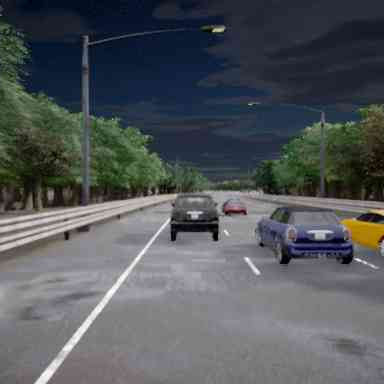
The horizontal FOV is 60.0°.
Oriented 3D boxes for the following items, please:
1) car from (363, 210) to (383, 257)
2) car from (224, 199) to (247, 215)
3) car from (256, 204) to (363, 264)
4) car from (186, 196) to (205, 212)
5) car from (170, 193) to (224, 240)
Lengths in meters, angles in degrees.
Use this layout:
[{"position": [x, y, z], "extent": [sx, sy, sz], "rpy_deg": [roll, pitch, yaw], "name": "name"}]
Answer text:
[{"position": [7.109, 1.364, 12.024], "extent": [1.882, 1.535, 5.008], "rpy_deg": [0, 0, 0], "name": "car"}, {"position": [3.797, 1.311, 30.362], "extent": [1.994, 1.385, 4.181], "rpy_deg": [0, 0, 1], "name": "car"}, {"position": [3.609, 1.243, 11.478], "extent": [2.097, 1.767, 4.553], "rpy_deg": [0, 1, 0], "name": "car"}, {"position": [0.390, 1.195, 34.884], "extent": [1.882, 1.535, 5.008], "rpy_deg": [0, 0, 1], "name": "car"}, {"position": [0.124, 1.072, 16.284], "extent": [2.150, 2.045, 5.566], "rpy_deg": [0, 0, 0], "name": "car"}]
